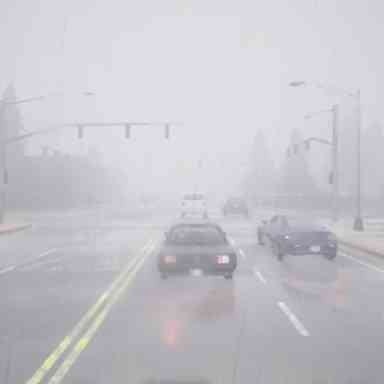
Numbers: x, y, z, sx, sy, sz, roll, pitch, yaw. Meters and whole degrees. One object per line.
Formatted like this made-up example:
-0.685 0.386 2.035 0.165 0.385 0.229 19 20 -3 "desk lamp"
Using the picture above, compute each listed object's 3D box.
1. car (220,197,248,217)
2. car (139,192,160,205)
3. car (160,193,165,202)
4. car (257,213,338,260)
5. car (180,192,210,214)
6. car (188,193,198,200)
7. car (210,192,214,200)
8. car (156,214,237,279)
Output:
3.680 1.206 29.722 2.097 1.767 4.553 0 0 0 "car"
-6.889 0.962 52.876 2.150 2.045 5.566 0 0 1 "car"
-6.782 1.020 68.234 2.097 1.767 4.553 0 0 0 "car"
3.613 1.466 11.988 1.812 1.442 4.674 0 0 0 "car"
0.177 1.078 29.020 2.150 2.045 5.566 0 0 0 "car"
0.242 1.021 75.053 2.033 1.411 5.357 0 0 0 "car"
3.742 0.836 75.011 2.097 1.767 4.553 0 0 0 "car"
0.098 1.552 9.821 1.895 1.301 4.718 0 0 0 "car"
